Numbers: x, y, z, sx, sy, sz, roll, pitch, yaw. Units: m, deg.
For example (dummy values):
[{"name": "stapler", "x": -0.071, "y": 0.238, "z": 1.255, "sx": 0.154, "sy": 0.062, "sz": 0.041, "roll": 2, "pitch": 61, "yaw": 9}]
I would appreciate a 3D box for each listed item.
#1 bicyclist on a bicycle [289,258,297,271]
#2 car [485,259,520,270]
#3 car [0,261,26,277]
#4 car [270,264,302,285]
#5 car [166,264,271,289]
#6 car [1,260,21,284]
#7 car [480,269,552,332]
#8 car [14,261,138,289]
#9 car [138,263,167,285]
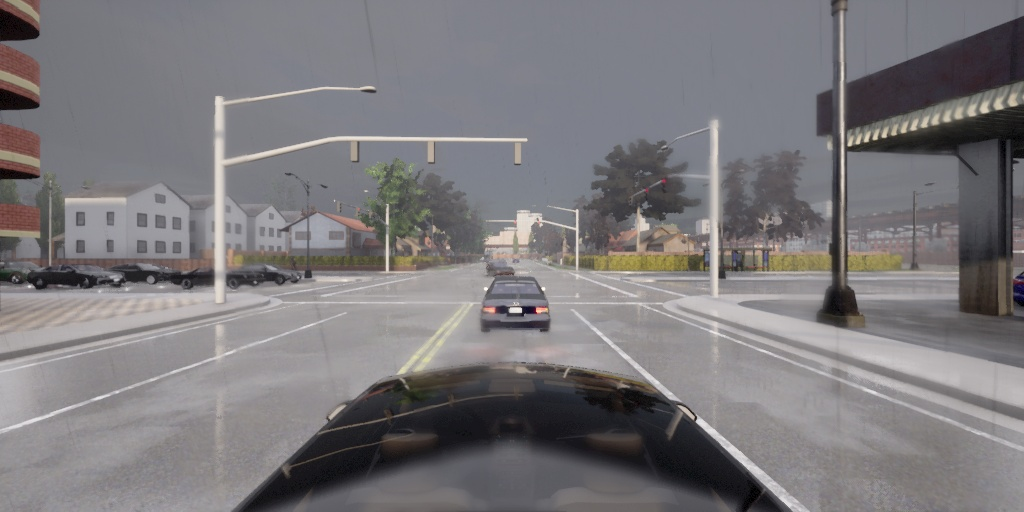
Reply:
[{"name": "bicyclist on a bicycle", "x": -26.527, "y": 1.047, "z": 43.416, "sx": 0.582, "sy": 1.620, "sz": 1.656, "roll": 0, "pitch": 0, "yaw": 1}, {"name": "car", "x": -1.209, "y": 1.294, "z": 33.740, "sx": 2.033, "sy": 1.411, "sz": 5.357, "roll": 0, "pitch": 0, "yaw": -16}, {"name": "car", "x": -50.284, "y": 1.252, "z": 34.442, "sx": 4.892, "sy": 1.490, "sz": 1.837, "roll": 0, "pitch": 0, "yaw": 2}, {"name": "car", "x": -17.710, "y": 1.273, "z": 25.812, "sx": 4.674, "sy": 1.442, "sz": 1.812, "roll": 0, "pitch": 0, "yaw": 1}, {"name": "car", "x": -18.094, "y": 1.349, "z": 22.285, "sx": 4.718, "sy": 1.301, "sz": 1.895, "roll": 0, "pitch": 0, "yaw": 1}, {"name": "car", "x": -36.057, "y": 1.100, "z": 26.084, "sx": 4.553, "sy": 1.767, "sz": 2.097, "roll": 0, "pitch": 0, "yaw": 1}, {"name": "car", "x": 0.085, "y": 1.297, "z": 10.768, "sx": 2.033, "sy": 1.411, "sz": 5.357, "roll": 0, "pitch": 0, "yaw": 0}, {"name": "car", "x": -27.126, "y": 1.240, "z": 22.442, "sx": 4.902, "sy": 1.511, "sz": 2.128, "roll": 0, "pitch": 0, "yaw": 1}, {"name": "car", "x": -26.772, "y": 1.225, "z": 25.935, "sx": 5.008, "sy": 1.535, "sz": 1.882, "roll": 0, "pitch": 0, "yaw": 1}]
